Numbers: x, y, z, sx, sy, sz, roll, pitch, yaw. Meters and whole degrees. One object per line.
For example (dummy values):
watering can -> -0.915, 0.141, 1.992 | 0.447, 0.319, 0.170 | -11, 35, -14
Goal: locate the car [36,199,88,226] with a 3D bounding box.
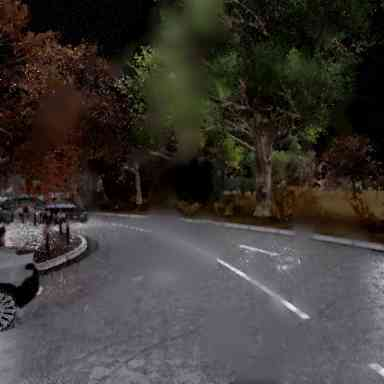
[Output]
car -> -8.639, 1.405, 22.310 | 1.994, 1.385, 4.181 | -1, 1, -41

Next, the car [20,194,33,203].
car -> -31.871, 1.174, 64.336 | 5.566, 2.045, 2.435 | -1, 0, -6

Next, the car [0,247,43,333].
car -> -4.557, 1.522, 4.454 | 2.128, 1.511, 4.902 | -1, 1, 33

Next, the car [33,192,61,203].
car -> -22.766, 1.254, 52.487 | 2.097, 1.767, 4.553 | -1, 0, -6

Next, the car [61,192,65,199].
car -> -24.246, 1.178, 65.830 | 2.097, 1.767, 4.553 | -1, 1, -6

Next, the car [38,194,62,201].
car -> -33.406, 1.361, 78.383 | 4.674, 1.452, 2.002 | -1, 1, -6

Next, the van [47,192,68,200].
van -> -33.924, 1.048, 84.009 | 4.442, 1.987, 1.878 | -1, 1, -6

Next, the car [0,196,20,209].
car -> -24.941, 1.489, 43.855 | 1.837, 1.490, 4.892 | -1, 0, -9

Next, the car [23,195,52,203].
car -> -32.473, 1.386, 69.958 | 5.008, 1.535, 2.097 | -1, 0, -6

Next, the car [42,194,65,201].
car -> -33.752, 1.328, 81.188 | 4.792, 1.488, 2.163 | -1, 1, -6
